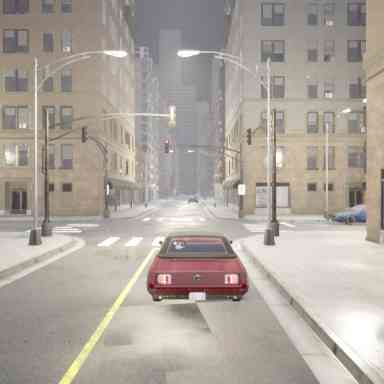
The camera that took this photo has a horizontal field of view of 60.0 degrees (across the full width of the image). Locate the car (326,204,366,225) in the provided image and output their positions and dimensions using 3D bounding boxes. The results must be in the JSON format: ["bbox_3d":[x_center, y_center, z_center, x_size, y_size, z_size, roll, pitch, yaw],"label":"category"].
[{"bbox_3d":[12.201,1.512,22.827,5.357,1.411,2.033,0,0,3],"label":"car"}]

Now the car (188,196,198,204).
[{"bbox_3d":[0.189,1.507,65.222,1.812,1.442,4.674,0,0,0],"label":"car"}]

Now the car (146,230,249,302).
[{"bbox_3d":[0.094,1.601,8.238,1.895,1.301,4.718,0,0,0],"label":"car"}]

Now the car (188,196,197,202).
[{"bbox_3d":[0.109,1.567,75.151,1.895,1.301,4.718,0,0,0],"label":"car"}]
